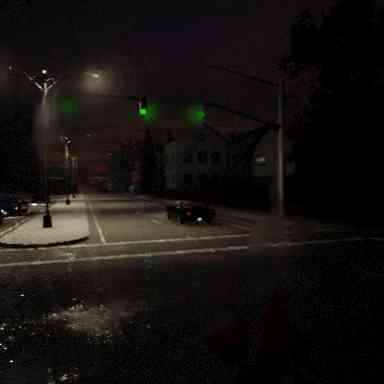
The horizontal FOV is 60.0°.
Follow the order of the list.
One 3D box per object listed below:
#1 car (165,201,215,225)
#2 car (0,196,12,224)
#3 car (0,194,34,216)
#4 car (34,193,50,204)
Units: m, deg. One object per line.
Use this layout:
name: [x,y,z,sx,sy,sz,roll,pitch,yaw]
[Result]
car: [-0.292,1.177,20.520,1.895,1.301,4.718,-1,1,-18]
car: [-12.015,1.261,18.730,2.128,1.511,4.902,-1,1,-18]
car: [-15.046,1.170,27.920,2.033,1.411,5.357,-1,1,-18]
car: [-21.320,0.862,47.111,2.033,1.411,5.357,-1,1,-18]
